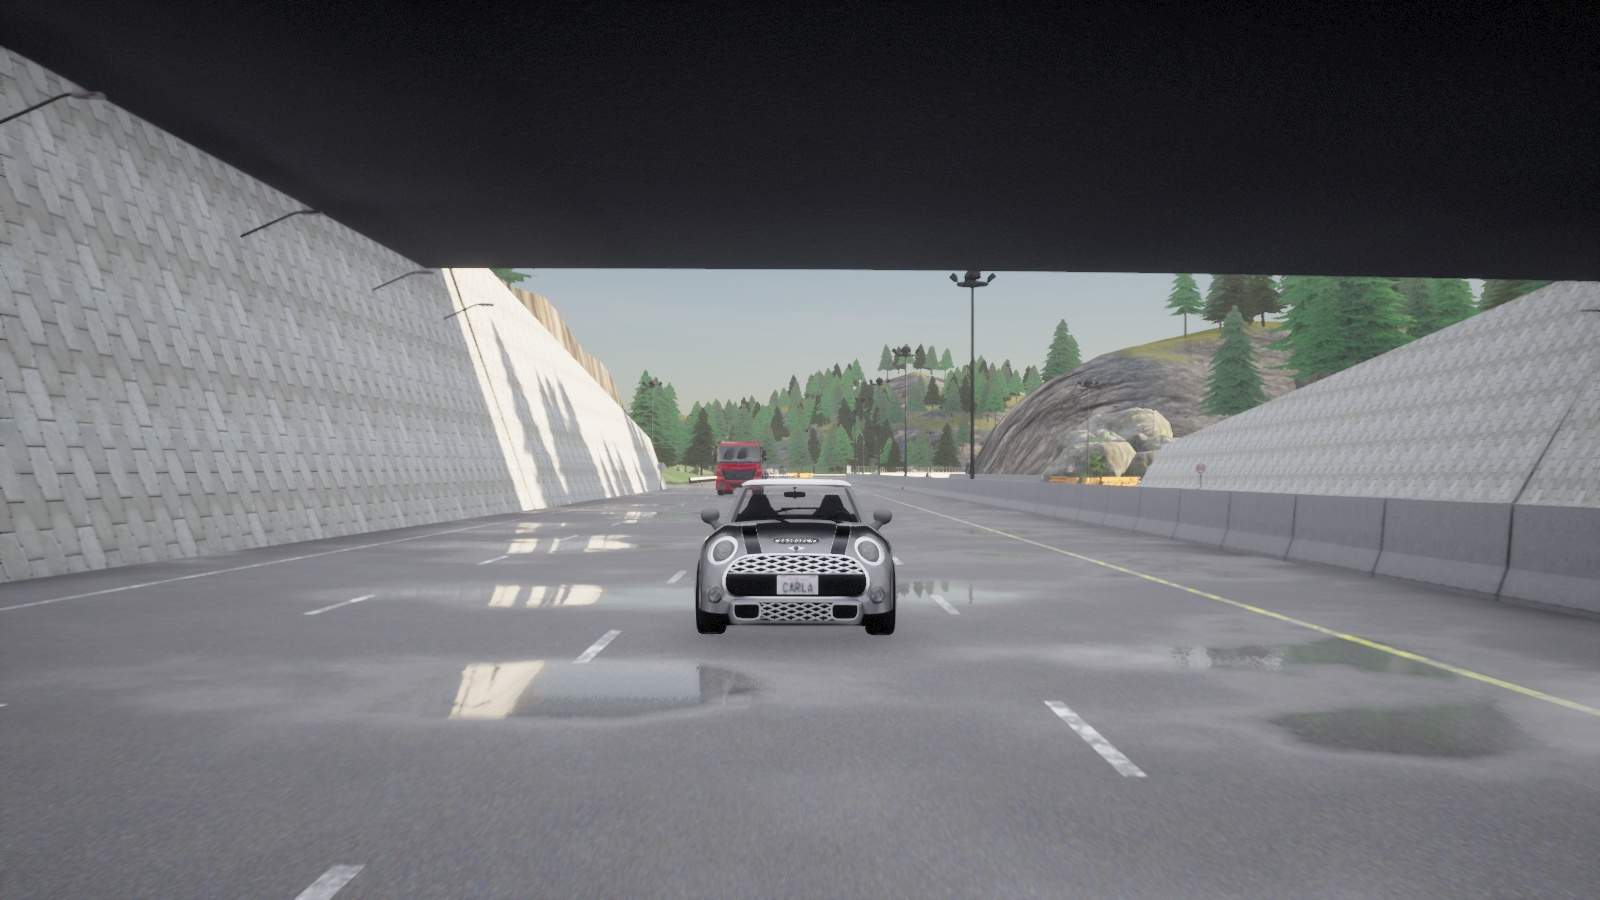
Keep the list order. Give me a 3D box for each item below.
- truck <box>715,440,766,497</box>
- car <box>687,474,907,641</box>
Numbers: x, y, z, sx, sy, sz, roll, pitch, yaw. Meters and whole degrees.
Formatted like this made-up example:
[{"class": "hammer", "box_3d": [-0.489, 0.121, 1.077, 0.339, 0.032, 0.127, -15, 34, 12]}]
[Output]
[{"class": "truck", "box_3d": [-3.761, 1.204, 81.003, 2.891, 3.462, 7.936, 0, -1, 0]}, {"class": "car", "box_3d": [-0.031, 1.000, 13.148, 1.970, 1.475, 3.806, 0, -1, 0]}]
